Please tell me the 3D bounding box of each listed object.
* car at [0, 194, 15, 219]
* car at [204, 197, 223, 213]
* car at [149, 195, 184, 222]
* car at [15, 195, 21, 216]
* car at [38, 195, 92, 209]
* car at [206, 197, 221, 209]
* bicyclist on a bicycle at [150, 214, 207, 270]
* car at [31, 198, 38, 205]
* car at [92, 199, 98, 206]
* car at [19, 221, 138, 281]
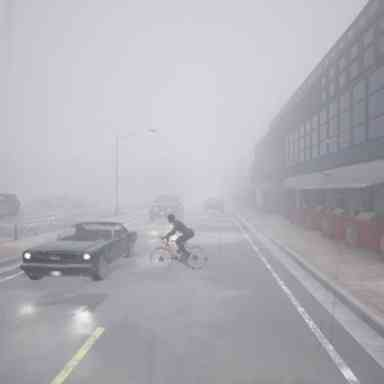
[{"bbox_3d":[-15.795,1.112,24.061,4.605,1.855,1.932,0,0,4],"label":"car"},{"bbox_3d":[2.473,1.351,37.754,2.097,1.767,4.553,0,0,4],"label":"car"},{"bbox_3d":[-1.928,1.223,26.554,2.150,2.045,5.566,0,0,4],"label":"car"},{"bbox_3d":[-16.015,1.092,26.988,3.866,1.878,1.905,0,0,4],"label":"car"},{"bbox_3d":[-15.172,1.168,39.754,5.027,1.636,2.152,0,0,4],"label":"car"},{"bbox_3d":[3.092,1.491,47.613,2.128,1.511,4.902,0,0,4],"label":"car"},{"bbox_3d":[-0.409,1.451,9.557,1.656,1.620,0.582,-2,0,4],"label":"bicyclist on a bicycle"},{"bbox_3d":[-21.865,1.312,50.298,4.514,1.523,2.007,0,0,4],"label":"car"},{"bbox_3d":[-15.072,1.247,46.179,3.806,1.475,1.970,0,0,4],"label":"car"},{"bbox_3d":[-3.046,1.601,9.986,1.895,1.301,4.718,0,0,4],"label":"car"}]
